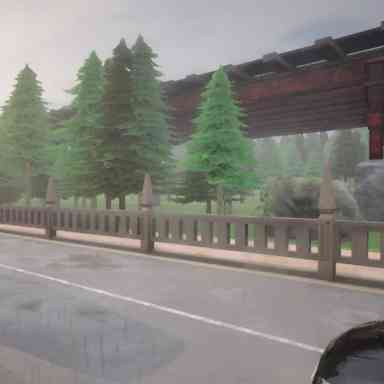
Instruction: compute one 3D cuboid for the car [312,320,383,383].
[{"bbox_3d":[3.182,1.491,1.718,4.902,1.511,2.128,0,0,36],"label":"car"}]
